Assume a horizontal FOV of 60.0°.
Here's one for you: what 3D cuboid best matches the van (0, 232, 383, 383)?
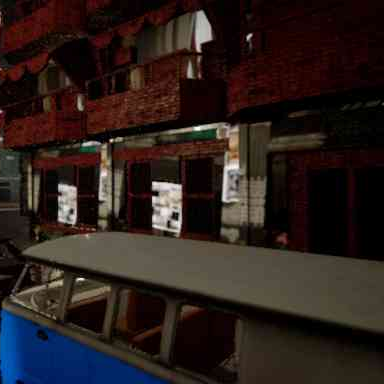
[{"bbox_3d":[-0.007,1.333,2.739,3.998,1.788,1.690,0,0,36],"label":"van"}]
